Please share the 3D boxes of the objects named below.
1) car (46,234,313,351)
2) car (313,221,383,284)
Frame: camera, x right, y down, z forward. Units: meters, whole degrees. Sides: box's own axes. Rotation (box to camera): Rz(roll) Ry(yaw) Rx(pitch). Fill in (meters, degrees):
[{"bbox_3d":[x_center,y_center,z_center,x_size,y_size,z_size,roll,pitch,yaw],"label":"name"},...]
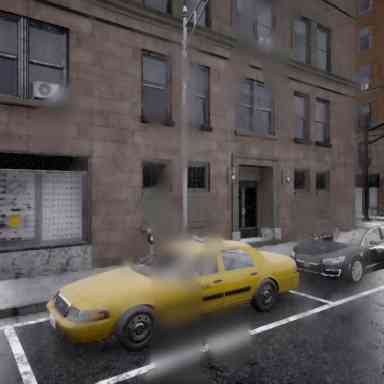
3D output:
[{"bbox_3d":[-0.033,1.525,6.161,4.829,1.417,1.752,0,0,-35],"label":"car"},{"bbox_3d":[4.602,1.551,9.459,4.403,1.369,2.008,0,0,-35],"label":"car"}]
